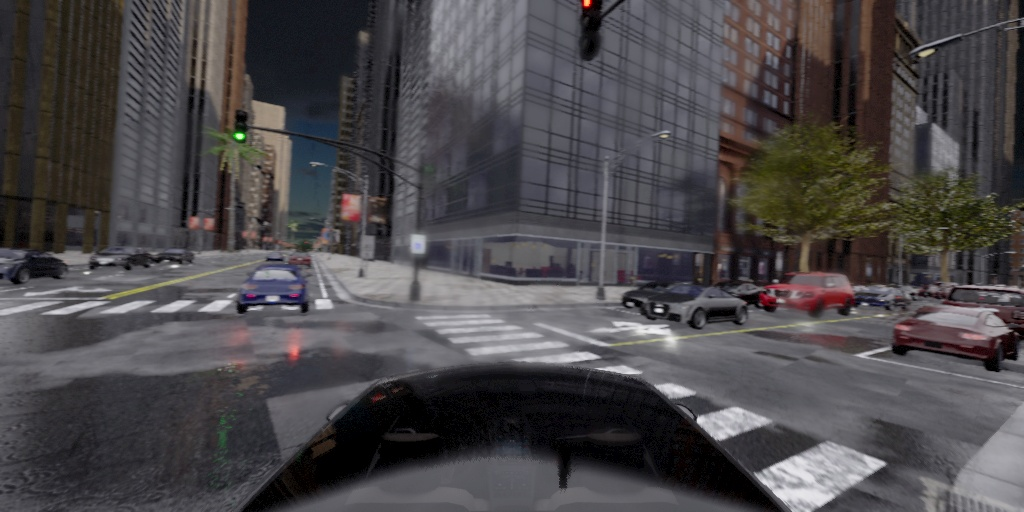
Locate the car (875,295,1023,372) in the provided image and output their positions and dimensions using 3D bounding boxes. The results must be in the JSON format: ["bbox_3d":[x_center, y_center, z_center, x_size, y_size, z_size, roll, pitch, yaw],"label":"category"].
[{"bbox_3d":[11.224,1.934,9.099,4.207,1.307,1.802,0,0,-30],"label":"car"}]

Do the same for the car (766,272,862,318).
[{"bbox_3d":[14.724,1.838,17.799,5.566,2.045,2.150,3,-1,-30],"label":"car"}]

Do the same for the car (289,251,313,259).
[{"bbox_3d":[-22.620,0.277,38.395,2.097,1.767,4.553,3,-1,-29],"label":"car"}]

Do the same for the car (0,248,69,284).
[{"bbox_3d":[-20.784,0.364,14.838,1.994,1.385,4.181,3,-1,-29],"label":"car"}]

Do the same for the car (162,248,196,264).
[{"bbox_3d":[-30.962,-0.017,33.139,2.033,1.411,5.357,3,-1,-29],"label":"car"}]

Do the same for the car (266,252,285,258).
[{"bbox_3d":[-32.486,0.084,49.309,1.994,1.385,4.181,3,-1,-29],"label":"car"}]

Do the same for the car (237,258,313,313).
[{"bbox_3d":[-7.944,0.989,12.246,1.812,1.442,4.674,3,0,-29],"label":"car"}]

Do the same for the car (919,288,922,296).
[{"bbox_3d":[36.127,3.404,33.498,4.313,1.339,1.948,0,0,-30],"label":"car"}]

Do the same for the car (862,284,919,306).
[{"bbox_3d":[23.666,2.654,23.011,5.357,1.411,2.033,3,-1,-30],"label":"car"}]

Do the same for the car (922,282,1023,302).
[{"bbox_3d":[16.090,1.929,11.937,5.009,1.841,2.192,0,0,-30],"label":"car"}]

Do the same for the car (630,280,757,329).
[{"bbox_3d":[6.678,1.745,13.113,4.181,1.385,1.994,3,-1,-30],"label":"car"}]

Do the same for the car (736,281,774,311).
[{"bbox_3d":[11.801,2.061,19.304,4.313,1.339,1.948,0,0,-30],"label":"car"}]

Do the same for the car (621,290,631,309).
[{"bbox_3d":[6.935,1.798,16.465,4.313,1.339,1.948,0,0,-30],"label":"car"}]

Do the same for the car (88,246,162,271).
[{"bbox_3d":[-25.796,0.108,23.817,2.128,1.511,4.902,3,-1,-29],"label":"car"}]
